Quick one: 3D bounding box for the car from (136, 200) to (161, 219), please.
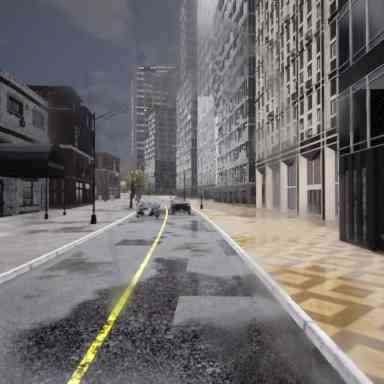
[{"bbox_3d":[-3.761,1.483,29.052,2.128,1.511,4.902,0,0,-3],"label":"car"}]

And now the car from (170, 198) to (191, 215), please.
[{"bbox_3d":[-1.129,1.483,33.907,2.128,1.511,4.902,0,0,-4],"label":"car"}]

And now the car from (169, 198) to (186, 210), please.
[{"bbox_3d":[-1.952,1.531,44.329,2.033,1.411,5.357,0,0,-5],"label":"car"}]
